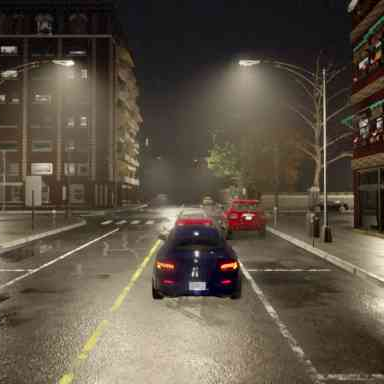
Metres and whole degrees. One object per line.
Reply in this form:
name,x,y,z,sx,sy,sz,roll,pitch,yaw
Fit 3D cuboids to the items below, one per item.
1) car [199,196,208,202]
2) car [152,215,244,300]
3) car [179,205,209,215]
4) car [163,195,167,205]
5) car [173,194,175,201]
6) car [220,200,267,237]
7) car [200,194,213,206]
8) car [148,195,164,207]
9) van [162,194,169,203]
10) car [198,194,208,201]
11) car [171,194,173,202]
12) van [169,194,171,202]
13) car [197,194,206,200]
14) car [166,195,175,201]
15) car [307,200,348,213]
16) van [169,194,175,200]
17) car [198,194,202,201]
car,2.686,1.626,78.395,1.947,1.339,4.313,1,0,0
car,0.100,1.529,8.281,1.812,1.442,4.674,0,0,0
car,0.097,1.609,18.025,1.895,1.301,4.718,0,0,0
car,-5.689,1.619,56.246,1.802,1.307,4.206,1,0,0
car,-5.693,1.611,78.402,2.008,1.369,4.403,1,0,0
car,2.704,1.323,18.212,2.192,1.841,5.009,1,0,0
car,2.692,1.563,56.413,1.752,1.417,4.829,1,0,0
car,-5.687,1.614,50.709,1.802,1.307,4.206,1,0,0
van,-5.685,1.383,61.785,1.690,1.788,3.998,1,0,0
car,2.690,1.382,83.933,2.192,1.841,5.009,1,0,0
car,-5.692,1.636,72.863,1.802,1.307,4.206,1,0,0
van,-5.687,1.389,67.324,1.690,1.788,3.998,1,0,0
car,2.687,1.396,95.009,2.192,1.841,5.009,1,0,0
car,-5.696,1.625,89.479,2.008,1.369,4.403,1,0,0
car,15.205,1.609,37.248,4.313,1.339,1.947,0,-1,1
van,-5.693,1.422,95.017,1.690,1.788,3.998,1,0,0
car,2.688,1.605,72.856,2.008,1.369,4.403,1,0,0
